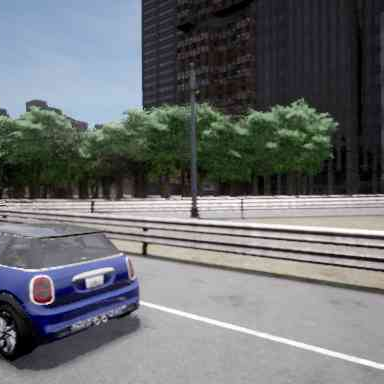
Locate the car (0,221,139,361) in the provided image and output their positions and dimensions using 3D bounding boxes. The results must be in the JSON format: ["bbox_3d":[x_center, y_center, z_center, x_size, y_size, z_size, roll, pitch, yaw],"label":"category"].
[{"bbox_3d":[-3.165,1.354,6.198,4.553,1.767,2.097,0,0,36],"label":"car"}]
